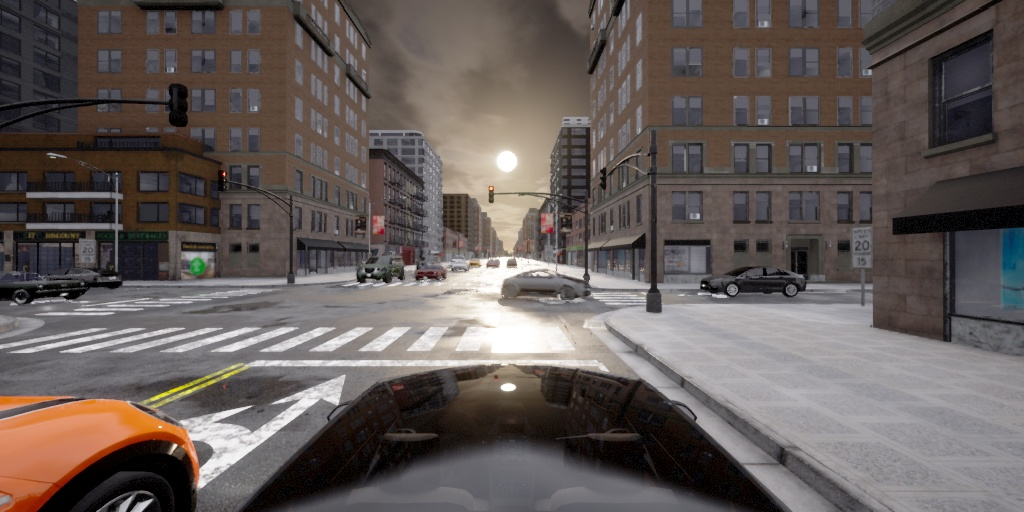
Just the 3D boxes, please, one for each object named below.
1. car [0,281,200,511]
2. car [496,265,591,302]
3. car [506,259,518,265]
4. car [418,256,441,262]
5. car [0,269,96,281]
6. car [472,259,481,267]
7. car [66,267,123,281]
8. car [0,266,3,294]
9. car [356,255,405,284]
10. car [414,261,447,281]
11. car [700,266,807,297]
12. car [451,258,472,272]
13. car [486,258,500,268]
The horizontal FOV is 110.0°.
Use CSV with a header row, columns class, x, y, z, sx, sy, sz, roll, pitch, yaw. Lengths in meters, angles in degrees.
class,x,y,z,sx,sy,sz,roll,pitch,yaw
car,-3.237,1.102,0.595,2.097,1.767,4.553,0,0,0
car,1.560,1.315,16.875,4.181,1.385,1.994,0,0,21
car,-0.024,1.248,63.081,1.837,1.490,4.892,0,0,0
car,-9.929,0.968,43.276,2.150,2.045,5.566,0,0,-1
car,-21.517,1.345,15.456,4.718,1.301,1.895,0,0,0
car,-6.659,1.220,64.649,1.882,1.535,5.008,0,0,0
car,-25.412,1.331,20.948,4.313,1.339,1.948,0,0,0
car,-29.680,1.279,18.386,4.674,1.442,1.812,0,0,1
car,-9.899,0.972,27.547,2.150,2.045,5.566,0,0,0
car,-6.634,1.351,29.530,1.895,1.301,4.718,0,0,-1
car,12.423,1.295,18.634,4.892,1.490,1.837,0,0,1
car,-6.686,1.273,46.393,1.812,1.442,4.674,0,0,0
car,-3.373,1.307,61.942,1.994,1.385,4.181,0,0,0
